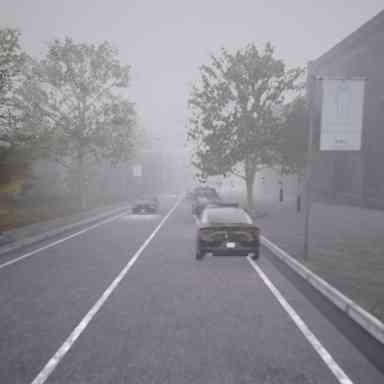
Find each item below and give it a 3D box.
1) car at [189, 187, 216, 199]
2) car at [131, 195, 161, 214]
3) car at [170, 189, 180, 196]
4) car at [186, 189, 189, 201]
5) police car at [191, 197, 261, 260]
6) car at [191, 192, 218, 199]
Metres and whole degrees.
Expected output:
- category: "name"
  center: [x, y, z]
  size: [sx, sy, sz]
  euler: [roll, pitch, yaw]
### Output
- category: "car"
  center: [1.034, 0.625, 27.535]
  size: [2.150, 2.045, 5.566]
  euler: [0, 1, 0]
- category: "car"
  center: [-3.615, 0.955, 27.230]
  size: [2.033, 1.411, 5.357]
  euler: [0, 1, 0]
- category: "car"
  center: [-3.440, 0.056, 68.637]
  size: [1.994, 1.385, 4.181]
  euler: [0, 1, 1]
- category: "car"
  center: [0.054, 0.556, 48.110]
  size: [1.895, 1.301, 4.718]
  euler: [0, 1, 0]
- category: "police car"
  center: [1.045, 1.172, 11.553]
  size: [1.930, 1.638, 5.238]
  euler: [0, 1, 0]
- category: "car"
  center: [1.038, 1.010, 21.490]
  size: [1.882, 1.535, 5.008]
  euler: [0, 1, 0]
